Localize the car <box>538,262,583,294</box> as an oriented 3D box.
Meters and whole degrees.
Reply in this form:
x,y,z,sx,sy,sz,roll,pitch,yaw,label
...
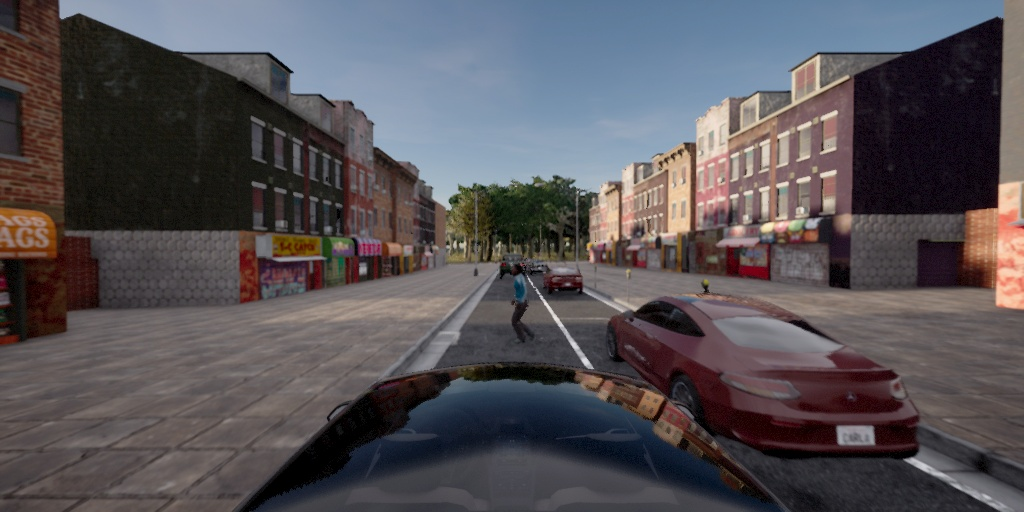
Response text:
x,y,z,sx,sy,sz,roll,pitch,yaw,label
2.627,1.194,19.099,1.888,1.381,4.507,0,0,0,car

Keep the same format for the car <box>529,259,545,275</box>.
x,y,z,sx,sy,sz,roll,pitch,yaw,label
2.617,1.132,35.318,1.948,1.339,4.313,0,0,0,car

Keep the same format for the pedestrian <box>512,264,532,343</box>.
x,y,z,sx,sy,sz,roll,pitch,yaw,label
0.175,1.006,7.993,0.375,1.860,0.375,-1,1,0,pedestrian

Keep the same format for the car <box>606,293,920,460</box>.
x,y,z,sx,sy,sz,roll,pitch,yaw,label
2.748,1.256,5.171,1.812,1.442,4.674,0,0,0,car

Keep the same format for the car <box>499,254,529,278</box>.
x,y,z,sx,sy,sz,roll,pitch,yaw,label
0.070,0.808,31.232,2.150,2.045,5.566,0,0,0,car
